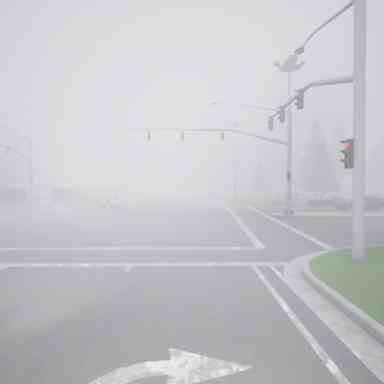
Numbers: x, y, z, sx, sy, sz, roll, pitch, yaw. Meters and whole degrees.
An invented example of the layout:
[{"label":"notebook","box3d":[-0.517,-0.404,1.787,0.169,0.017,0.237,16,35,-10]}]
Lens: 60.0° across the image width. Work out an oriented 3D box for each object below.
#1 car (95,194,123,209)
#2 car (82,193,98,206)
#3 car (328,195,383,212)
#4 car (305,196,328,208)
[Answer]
[{"label":"car","box3d":[-8.503,1.094,35.326,1.895,1.301,4.718,0,1,-3]},{"label":"car","box3d":[-12.194,0.885,41.375,1.882,1.535,5.008,0,1,-1]},{"label":"car","box3d":[15.388,1.048,29.982,5.008,1.535,1.882,0,1,-1]},{"label":"car","box3d":[15.178,1.071,36.981,4.718,1.301,1.895,0,1,-1]}]
